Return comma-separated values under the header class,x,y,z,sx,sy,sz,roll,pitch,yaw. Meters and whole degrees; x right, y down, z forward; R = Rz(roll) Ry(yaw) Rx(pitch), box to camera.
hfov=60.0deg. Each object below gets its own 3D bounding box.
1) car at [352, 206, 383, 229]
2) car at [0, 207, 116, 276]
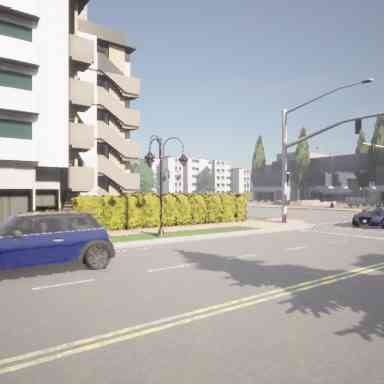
class,x,y,z,sx,sy,sz,roll,pitch,yaw
car,12.009,1.566,21.170,4.181,1.385,1.994,0,0,-36
car,-4.569,1.352,9.333,4.553,1.767,2.097,0,0,-35
